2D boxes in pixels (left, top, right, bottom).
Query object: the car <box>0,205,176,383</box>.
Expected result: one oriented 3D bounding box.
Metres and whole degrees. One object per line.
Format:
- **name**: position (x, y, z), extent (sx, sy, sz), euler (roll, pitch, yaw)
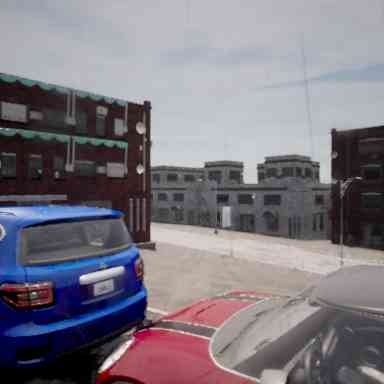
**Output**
- **car**: position (-3.256, 1.241, 5.501), extent (5.566, 2.045, 2.435), euler (0, 0, 35)
